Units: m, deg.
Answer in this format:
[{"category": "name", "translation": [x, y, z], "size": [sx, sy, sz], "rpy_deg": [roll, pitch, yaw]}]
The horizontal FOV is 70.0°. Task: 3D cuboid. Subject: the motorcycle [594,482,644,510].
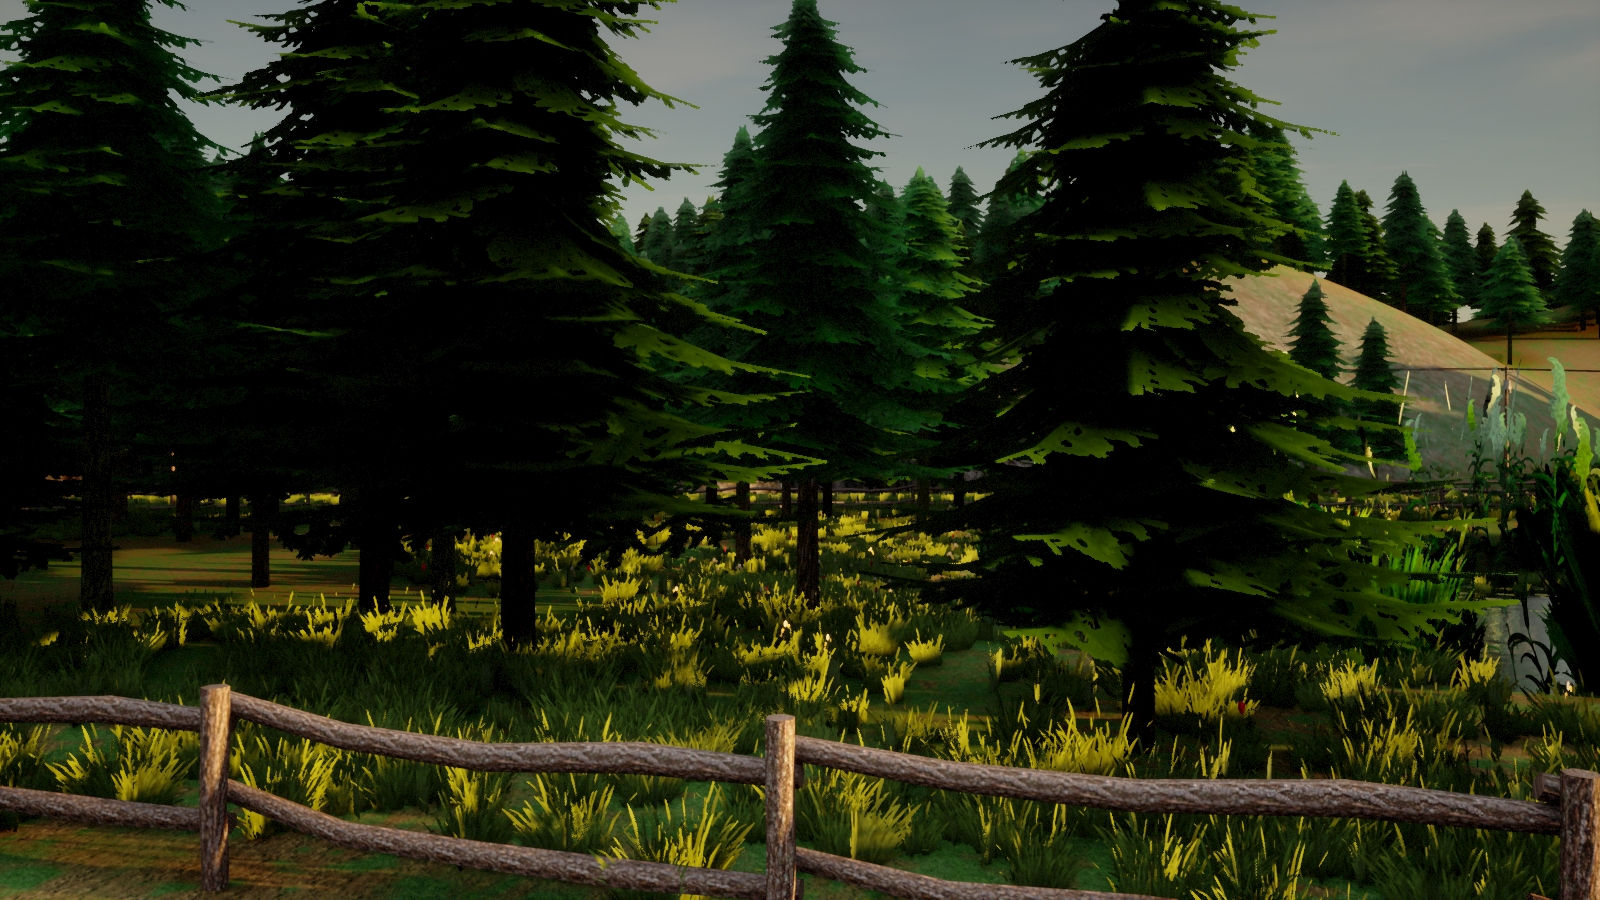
[{"category": "motorcycle", "translation": [-8.573, 2.178, 54.111], "size": [2.209, 1.251, 0.867], "rpy_deg": [0, 0, 14]}]
